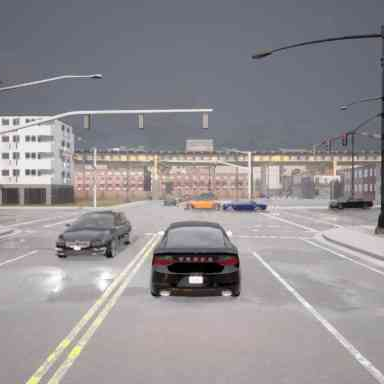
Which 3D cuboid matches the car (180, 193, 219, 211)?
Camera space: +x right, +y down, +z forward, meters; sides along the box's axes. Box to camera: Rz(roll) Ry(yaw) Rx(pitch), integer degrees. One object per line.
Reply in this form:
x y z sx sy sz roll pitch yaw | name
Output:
1.269 1.314 39.534 4.553 1.767 2.097 0 0 4 | car

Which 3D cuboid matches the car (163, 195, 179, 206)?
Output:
-3.569 1.505 54.848 1.837 1.490 4.892 0 0 0 | car

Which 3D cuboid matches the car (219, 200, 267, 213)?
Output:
5.562 1.554 35.766 4.718 1.301 1.895 0 0 2 | car

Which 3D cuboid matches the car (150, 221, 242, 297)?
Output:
0.082 1.478 8.636 1.882 1.535 5.008 0 0 0 | car

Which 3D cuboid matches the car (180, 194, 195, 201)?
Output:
-1.081 1.355 83.959 2.097 1.767 4.553 0 0 23 | car

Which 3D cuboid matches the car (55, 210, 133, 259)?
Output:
-3.532 1.505 12.759 1.837 1.490 4.892 0 0 1 | car

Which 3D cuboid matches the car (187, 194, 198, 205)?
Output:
0.086 1.352 61.184 2.097 1.767 4.553 0 0 0 | car

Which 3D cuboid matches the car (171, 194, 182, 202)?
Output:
-3.478 1.355 74.114 2.097 1.767 4.553 0 0 2 | car

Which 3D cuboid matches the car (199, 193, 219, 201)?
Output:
4.507 1.225 86.387 2.150 2.045 5.566 0 0 39 | car

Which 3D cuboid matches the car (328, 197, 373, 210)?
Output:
18.530 1.345 38.943 4.902 1.511 2.128 -1 0 1 | car
